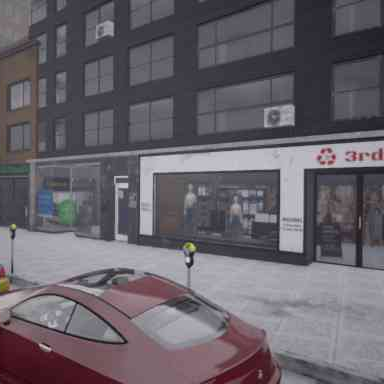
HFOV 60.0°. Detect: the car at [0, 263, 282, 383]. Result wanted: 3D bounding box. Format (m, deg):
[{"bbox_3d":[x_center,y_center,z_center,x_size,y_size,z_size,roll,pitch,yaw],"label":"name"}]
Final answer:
[{"bbox_3d":[-1.106,1.582,3.859,4.206,1.307,1.802,0,1,35],"label":"car"}]
